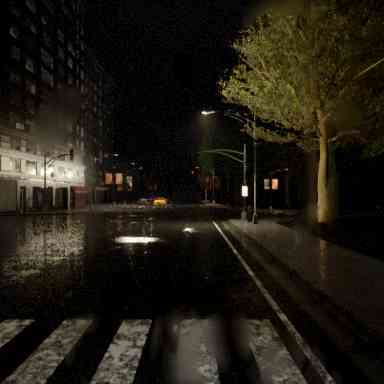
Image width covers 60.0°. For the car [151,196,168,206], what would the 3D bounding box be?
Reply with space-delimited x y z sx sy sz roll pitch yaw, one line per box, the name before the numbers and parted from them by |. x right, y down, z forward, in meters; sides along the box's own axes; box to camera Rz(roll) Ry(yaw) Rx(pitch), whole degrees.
car | -6.341 1.924 65.955 1.882 1.535 5.008 0 -1 0

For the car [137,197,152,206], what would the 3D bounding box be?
car | -9.591 2.007 65.629 1.994 1.385 4.181 0 -1 0

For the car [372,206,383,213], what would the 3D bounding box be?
car | 41.790 3.910 74.394 4.892 1.490 1.837 4 -3 -45

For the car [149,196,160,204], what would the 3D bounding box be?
car | -9.541 1.959 85.903 2.150 2.045 5.566 0 -1 0

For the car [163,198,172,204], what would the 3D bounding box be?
car | -6.290 2.262 86.158 1.812 1.442 4.674 0 -1 0

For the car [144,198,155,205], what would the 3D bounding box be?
car | -9.567 2.131 75.497 1.994 1.385 4.181 0 -1 0

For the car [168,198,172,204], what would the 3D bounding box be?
car | -6.316 2.125 75.955 2.033 1.411 5.357 0 -1 0
